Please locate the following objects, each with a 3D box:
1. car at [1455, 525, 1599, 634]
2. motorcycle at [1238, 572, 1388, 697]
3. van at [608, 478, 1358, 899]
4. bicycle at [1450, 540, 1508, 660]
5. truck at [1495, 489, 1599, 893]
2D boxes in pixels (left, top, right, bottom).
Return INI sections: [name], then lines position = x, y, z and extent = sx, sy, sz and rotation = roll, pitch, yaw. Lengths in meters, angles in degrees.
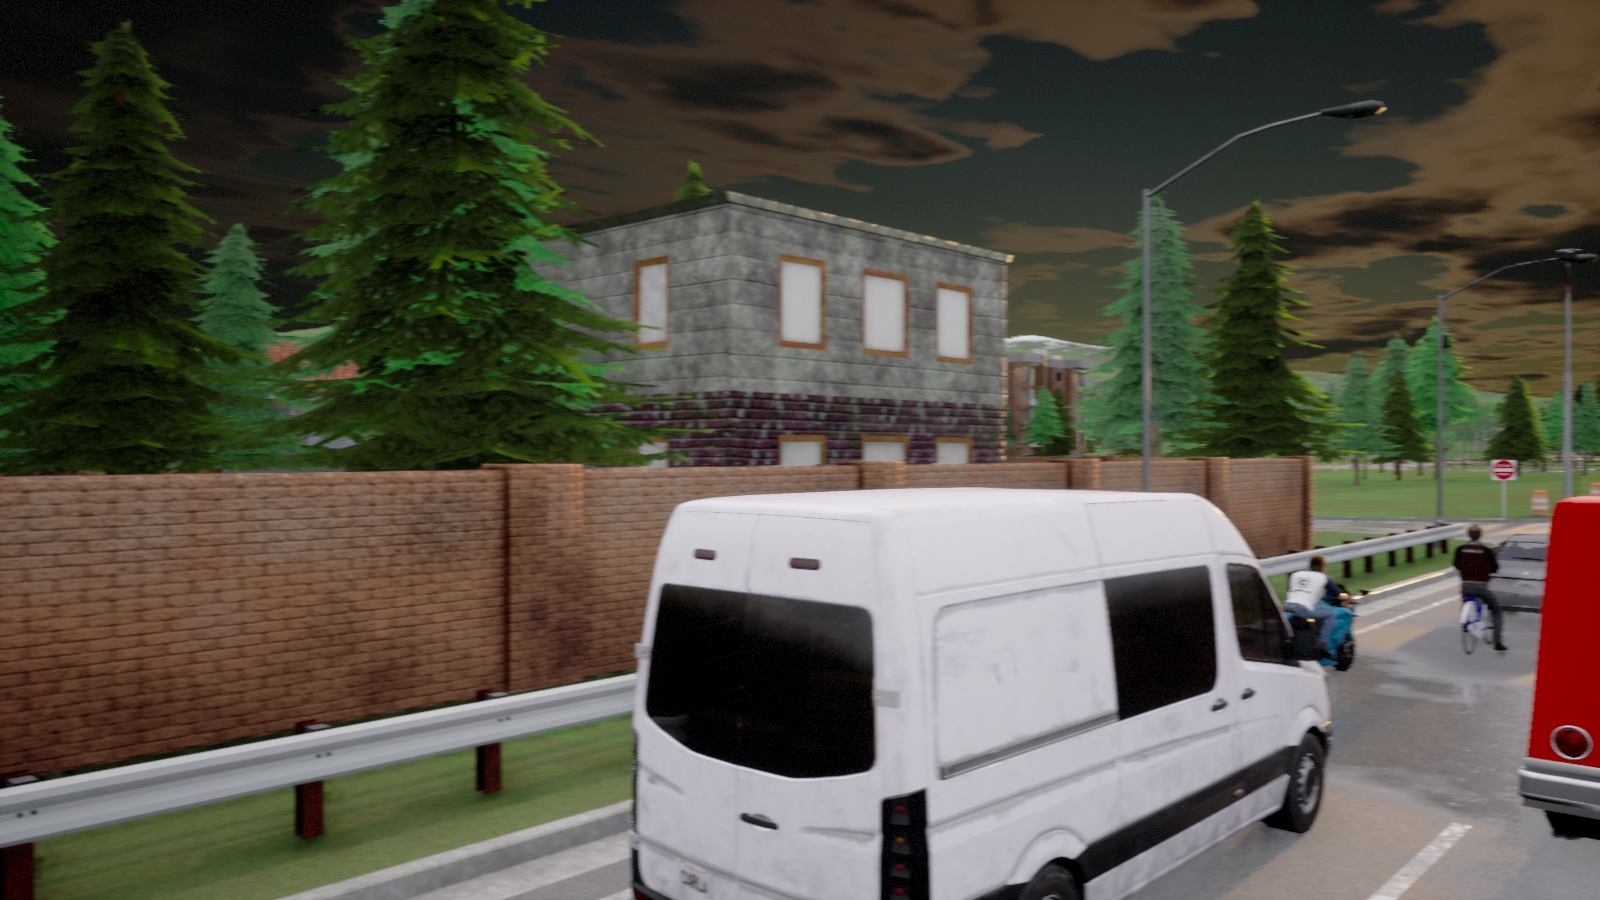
[car]
position = 12.986, 2.128, 19.733
extent = 1.994, 1.385, 4.181
rotation = 0, 0, 43
[motorcycle]
position = 6.252, 2.191, 13.878
extent = 2.033, 1.199, 0.803
rotation = -1, 0, -38
[van]
position = 1.709, 1.535, 7.636
extent = 1.988, 2.561, 5.915
rotation = 0, 0, 43
[bicycle]
position = 9.548, 2.066, 16.043
extent = 0.329, 1.471, 1.835
rotation = 0, 0, 43
[truck]
position = 7.259, 1.554, 8.447
extent = 2.627, 2.467, 5.204
rotation = 0, -1, 43
